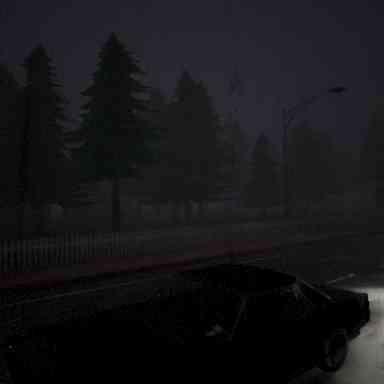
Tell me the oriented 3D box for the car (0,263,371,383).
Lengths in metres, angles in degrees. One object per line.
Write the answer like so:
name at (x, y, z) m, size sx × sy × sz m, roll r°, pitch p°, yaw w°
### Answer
car at (0.261, 1.708, 4.181) m, size 4.718 × 1.301 × 1.895 m, roll 0°, pitch -2°, yaw -38°
